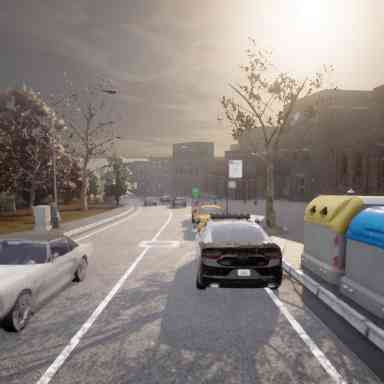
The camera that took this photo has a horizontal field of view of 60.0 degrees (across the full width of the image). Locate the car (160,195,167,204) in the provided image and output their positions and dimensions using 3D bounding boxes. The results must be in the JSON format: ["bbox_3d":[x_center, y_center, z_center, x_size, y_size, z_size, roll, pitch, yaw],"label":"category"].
[{"bbox_3d":[-4.803,1.386,60.394,1.837,1.490,4.892,-2,0,-16],"label":"car"}]

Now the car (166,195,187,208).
[{"bbox_3d":[-1.952,1.384,46.905,2.128,1.511,4.902,-1,0,-10],"label":"car"}]

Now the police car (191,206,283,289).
[{"bbox_3d":[1.038,1.408,9.242,1.930,1.638,5.238,0,0,0],"label":"police car"}]

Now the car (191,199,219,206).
[{"bbox_3d":[1.025,1.419,19.368,1.801,1.575,5.366,0,0,0],"label":"car"}]

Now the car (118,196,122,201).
[{"bbox_3d":[-20.802,1.731,91.726,2.033,1.411,5.357,-3,1,-26],"label":"car"}]

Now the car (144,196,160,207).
[{"bbox_3d":[-6.324,1.462,50.425,1.837,1.490,4.892,-1,0,-11],"label":"car"}]

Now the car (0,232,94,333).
[{"bbox_3d":[-3.609,1.587,6.869,1.895,1.301,4.718,0,0,0],"label":"car"}]

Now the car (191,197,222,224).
[{"bbox_3d":[1.010,1.300,25.201,2.097,1.767,4.553,0,0,-1],"label":"car"}]
